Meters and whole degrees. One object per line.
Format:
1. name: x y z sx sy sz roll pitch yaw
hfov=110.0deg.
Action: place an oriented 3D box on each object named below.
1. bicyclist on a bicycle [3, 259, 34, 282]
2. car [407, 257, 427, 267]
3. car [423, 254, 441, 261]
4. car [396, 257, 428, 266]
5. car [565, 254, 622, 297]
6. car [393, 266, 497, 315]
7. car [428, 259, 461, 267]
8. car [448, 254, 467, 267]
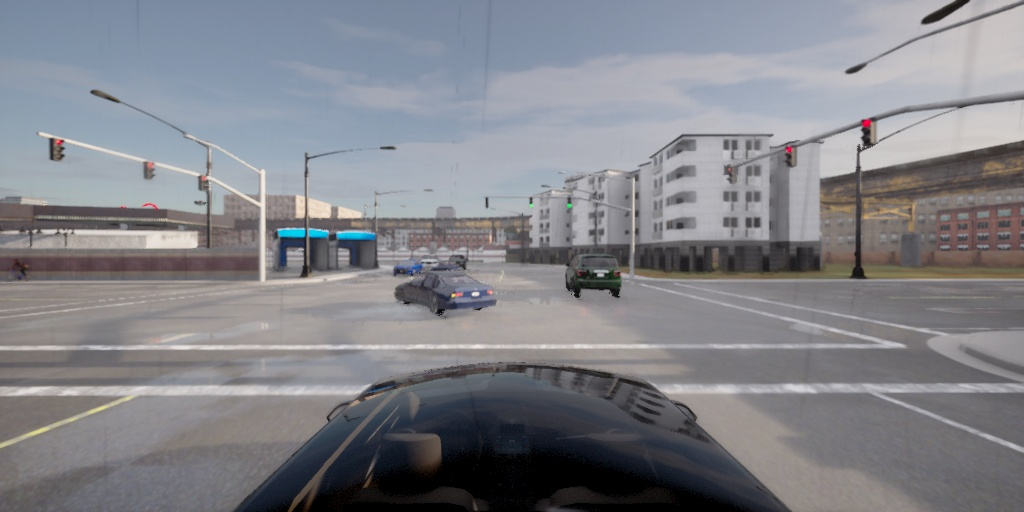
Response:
1. bicyclist on a bicycle: -34.627 1.017 25.171 0.582 1.620 1.656 0 0 -1
2. car: -16.383 1.000 61.586 1.837 1.490 4.892 0 0 -32
3. car: -10.623 0.801 46.524 2.150 2.045 5.566 0 0 -10
4. car: -9.957 1.123 34.753 1.882 1.535 5.008 0 0 0
5. car: 4.067 0.934 18.600 2.150 2.045 5.566 0 0 3
6. car: -2.730 1.277 13.633 2.033 1.411 5.357 0 0 -38
7. car: -6.451 1.244 34.834 1.895 1.301 4.718 0 0 0
8. car: -7.304 0.789 47.946 2.150 2.045 5.566 0 0 -11
